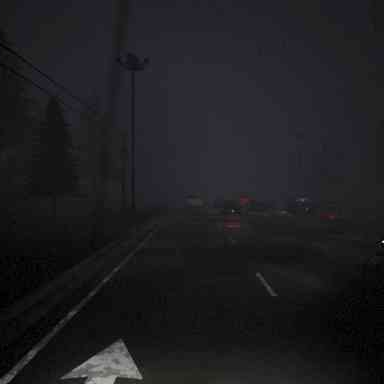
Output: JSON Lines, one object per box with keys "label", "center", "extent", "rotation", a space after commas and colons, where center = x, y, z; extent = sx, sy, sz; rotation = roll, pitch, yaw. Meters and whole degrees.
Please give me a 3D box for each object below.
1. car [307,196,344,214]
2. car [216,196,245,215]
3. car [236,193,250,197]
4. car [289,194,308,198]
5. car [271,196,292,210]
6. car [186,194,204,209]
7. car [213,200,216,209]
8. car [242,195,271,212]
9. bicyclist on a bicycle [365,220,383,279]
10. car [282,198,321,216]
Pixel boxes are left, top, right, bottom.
{"label": "car", "center": [14.305, 1.491, 35.320], "extent": [2.128, 1.511, 4.902], "rotation": [0, 0, 0]}
{"label": "car", "center": [3.794, 1.506, 33.377], "extent": [1.837, 1.490, 4.892], "rotation": [0, 0, 0]}
{"label": "car", "center": [7.364, 1.221, 48.333], "extent": [2.150, 2.045, 5.566], "rotation": [0, 0, 1]}
{"label": "car", "center": [14.355, 1.221, 45.568], "extent": [2.150, 2.045, 5.566], "rotation": [0, 0, 0]}
{"label": "car", "center": [10.830, 1.547, 43.149], "extent": [2.033, 1.411, 5.357], "rotation": [0, 0, 0]}
{"label": "car", "center": [0.354, 1.222, 44.425], "extent": [2.150, 2.045, 5.566], "rotation": [0, 0, 1]}
{"label": "car", "center": [3.835, 1.547, 44.283], "extent": [2.033, 1.411, 5.357], "rotation": [0, 0, 1]}
{"label": "car", "center": [7.323, 1.478, 38.320], "extent": [1.882, 1.535, 5.008], "rotation": [0, 0, 1]}
{"label": "bicyclist on a bicycle", "center": [5.288, 1.455, 8.617], "extent": [1.656, 1.620, 0.582], "rotation": [-2, 0, 0]}
{"label": "car", "center": [10.791, 1.563, 33.183], "extent": [1.994, 1.385, 4.181], "rotation": [0, 0, 0]}
